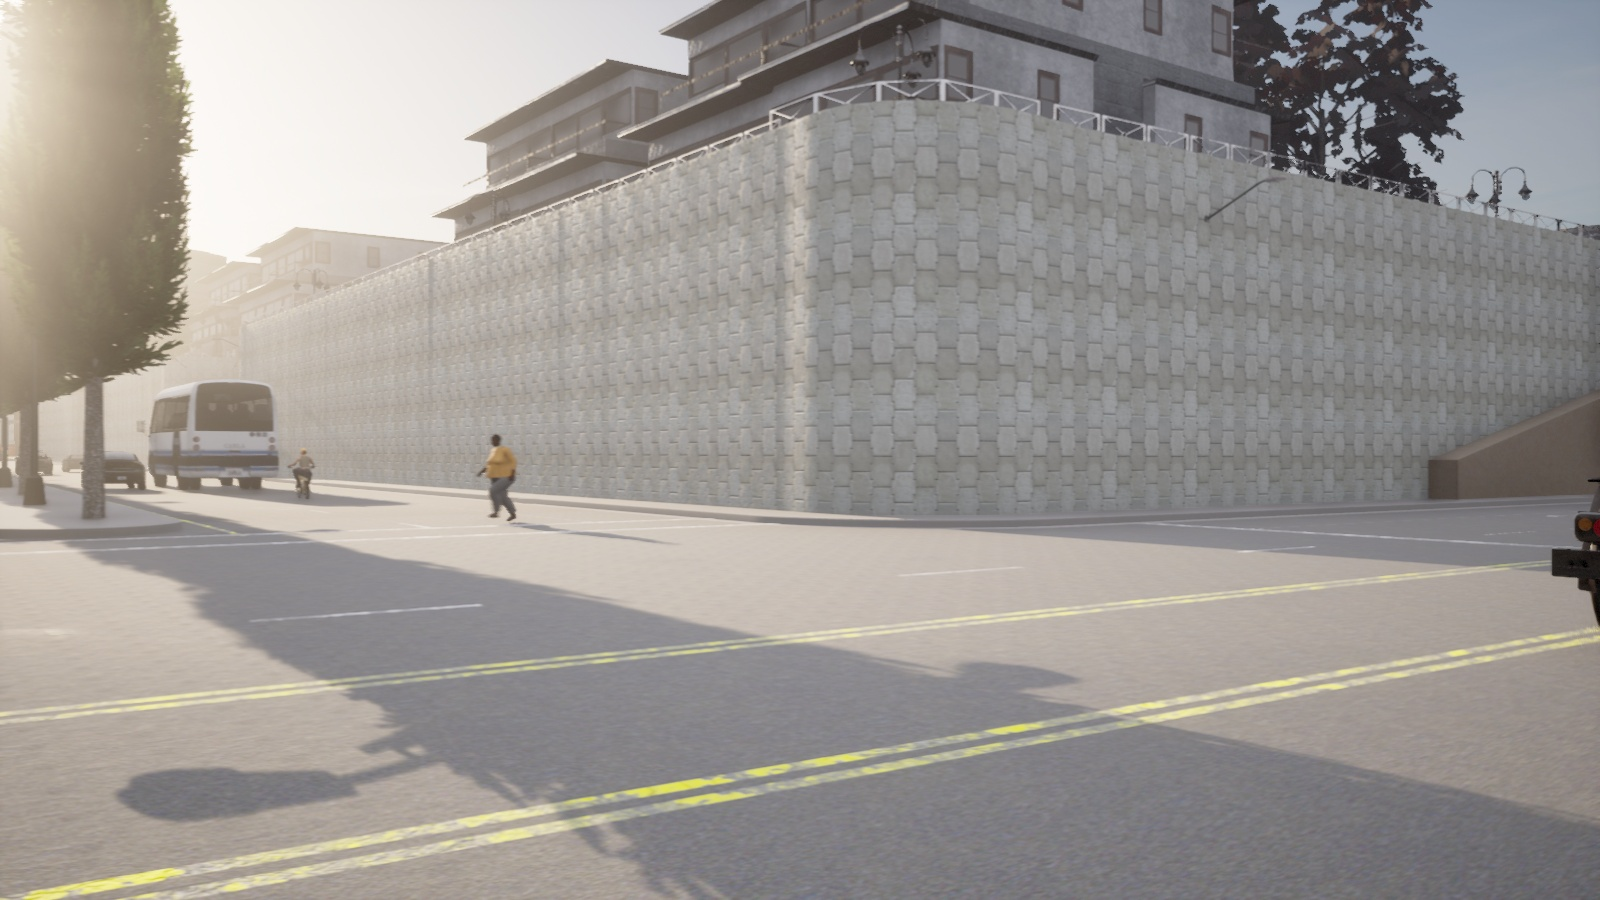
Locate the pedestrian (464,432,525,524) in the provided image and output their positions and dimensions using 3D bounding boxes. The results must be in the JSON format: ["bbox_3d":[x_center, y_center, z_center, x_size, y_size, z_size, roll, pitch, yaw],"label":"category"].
[{"bbox_3d":[-6.281,0.566,25.818,0.874,1.855,0.900,0,0,43],"label":"pedestrian"}]

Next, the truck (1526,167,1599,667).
[{"bbox_3d":[9.337,-0.232,10.163,7.936,3.462,2.891,0,0,-35],"label":"truck"}]

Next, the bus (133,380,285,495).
[{"bbox_3d":[-24.678,-0.452,52.040,3.944,4.253,10.273,0,0,-35],"label":"bus"}]

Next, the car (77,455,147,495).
[{"bbox_3d":[-27.145,0.928,49.465,1.837,1.490,4.892,0,0,-35],"label":"car"}]

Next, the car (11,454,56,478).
[{"bbox_3d":[-49.197,0.997,80.514,2.128,1.511,4.902,0,0,-35],"label":"car"}]

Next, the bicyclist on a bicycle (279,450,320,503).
[{"bbox_3d":[-15.683,0.811,39.361,0.866,1.612,1.509,0,0,-35],"label":"bicyclist on a bicycle"}]
